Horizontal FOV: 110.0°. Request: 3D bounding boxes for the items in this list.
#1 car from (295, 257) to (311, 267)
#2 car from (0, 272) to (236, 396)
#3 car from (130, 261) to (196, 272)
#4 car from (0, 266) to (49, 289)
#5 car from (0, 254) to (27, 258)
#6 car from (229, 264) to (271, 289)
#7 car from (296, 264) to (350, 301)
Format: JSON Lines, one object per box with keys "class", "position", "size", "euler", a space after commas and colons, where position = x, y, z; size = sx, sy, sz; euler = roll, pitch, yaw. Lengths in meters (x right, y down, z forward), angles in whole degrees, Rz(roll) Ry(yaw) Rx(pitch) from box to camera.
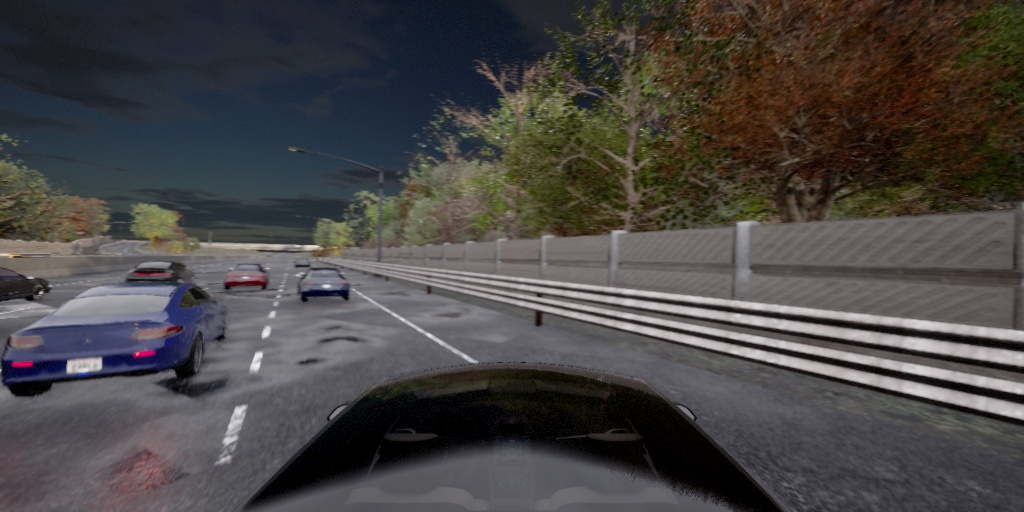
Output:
{"class": "car", "position": [-31.055, 1.046, 53.264], "size": [1.994, 1.385, 4.181], "euler": [1, -1, -31]}
{"class": "car", "position": [-6.477, 1.174, 6.403], "size": [1.812, 1.442, 4.674], "euler": [1, 0, -31]}
{"class": "car", "position": [-17.928, 1.001, 18.475], "size": [1.837, 1.490, 4.892], "euler": [1, 0, -31]}
{"class": "car", "position": [-17.976, 0.999, 11.822], "size": [2.033, 1.411, 5.357], "euler": [1, 0, -31]}
{"class": "car", "position": [-40.680, 0.587, 28.586], "size": [1.882, 1.535, 5.008], "euler": [1, -1, -31]}
{"class": "car", "position": [-15.319, 1.129, 20.915], "size": [1.994, 1.385, 4.181], "euler": [1, 0, -31]}
{"class": "car", "position": [-8.862, 1.232, 16.847], "size": [1.994, 1.385, 4.181], "euler": [1, 0, -31]}
